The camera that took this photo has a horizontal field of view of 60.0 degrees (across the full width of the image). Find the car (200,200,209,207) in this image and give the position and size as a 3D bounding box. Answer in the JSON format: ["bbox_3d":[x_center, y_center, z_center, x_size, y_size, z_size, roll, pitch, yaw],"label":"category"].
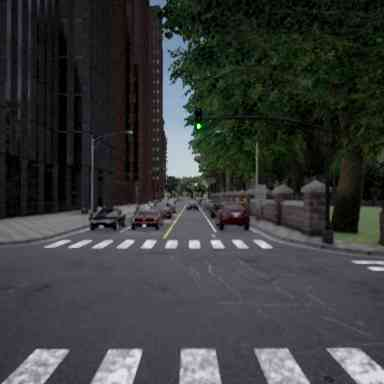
[{"bbox_3d":[2.789,2.482,72.564,1.752,1.417,4.829,0,-1,0],"label":"car"}]

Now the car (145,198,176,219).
[{"bbox_3d":[-3.086,1.788,33.724,2.097,1.767,4.553,0,-1,1],"label":"car"}]

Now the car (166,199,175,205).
[{"bbox_3d":[-5.730,2.621,88.764,1.967,1.590,4.097,0,-1,0],"label":"car"}]

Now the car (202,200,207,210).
[{"bbox_3d":[2.779,2.139,45.114,2.008,1.369,4.403,0,-1,0],"label":"car"}]

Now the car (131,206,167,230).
[{"bbox_3d":[-3.091,1.904,23.729,1.895,1.301,4.718,0,-1,0],"label":"car"}]

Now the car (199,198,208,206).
[{"bbox_3d":[2.793,2.420,83.309,2.192,1.841,5.009,0,-1,0],"label":"car"}]

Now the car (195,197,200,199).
[{"bbox_3d":[0.126,2.386,67.987,2.128,1.511,4.902,0,-1,0],"label":"car"}]

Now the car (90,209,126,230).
[{"bbox_3d":[-5.754,1.863,23.283,1.947,1.339,4.313,0,-1,0],"label":"car"}]

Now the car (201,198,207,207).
[{"bbox_3d":[2.781,2.101,50.571,1.967,1.590,4.097,0,-1,0],"label":"car"}]

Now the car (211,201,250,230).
[{"bbox_3d":[2.771,1.612,23.293,2.192,1.841,5.009,0,-1,0],"label":"car"}]

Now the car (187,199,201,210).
[{"bbox_3d":[0.122,2.312,54.297,1.895,1.301,4.718,0,-1,0],"label":"car"}]

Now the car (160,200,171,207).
[{"bbox_3d":[-5.736,2.499,72.392,1.887,1.381,4.507,0,-1,0],"label":"car"}]

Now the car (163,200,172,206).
[{"bbox_3d":[-5.734,2.574,77.849,1.887,1.381,4.507,0,-1,0],"label":"car"}]

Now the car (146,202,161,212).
[{"bbox_3d":[-5.744,2.243,50.566,1.802,1.307,4.206,0,-1,0],"label":"car"}]

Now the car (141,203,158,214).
[{"bbox_3d":[-5.746,2.170,45.109,1.802,1.307,4.206,0,-1,0],"label":"car"}]

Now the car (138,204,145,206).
[{"bbox_3d":[-5.748,2.066,39.653,2.008,1.369,4.403,0,-1,0],"label":"car"}]

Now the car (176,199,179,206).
[{"bbox_3d":[-3.074,2.077,43.954,1.837,1.490,4.892,0,-1,0],"label":"car"}]

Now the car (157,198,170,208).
[{"bbox_3d":[-5.738,2.195,66.939,2.192,1.841,5.009,0,-1,0],"label":"car"}]

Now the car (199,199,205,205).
[{"bbox_3d":[2.797,2.784,94.388,1.752,1.417,4.829,0,-1,0],"label":"car"}]

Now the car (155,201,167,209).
[{"bbox_3d":[-5.740,2.389,61.479,1.802,1.307,4.206,0,-1,0],"label":"car"}]

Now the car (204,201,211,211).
[{"bbox_3d":[2.777,2.066,39.657,2.008,1.369,4.403,0,-1,0],"label":"car"}]

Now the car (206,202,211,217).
[{"bbox_3d":[2.775,2.008,34.201,1.947,1.339,4.313,0,-1,0],"label":"car"}]
